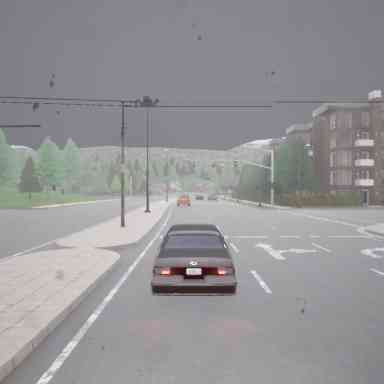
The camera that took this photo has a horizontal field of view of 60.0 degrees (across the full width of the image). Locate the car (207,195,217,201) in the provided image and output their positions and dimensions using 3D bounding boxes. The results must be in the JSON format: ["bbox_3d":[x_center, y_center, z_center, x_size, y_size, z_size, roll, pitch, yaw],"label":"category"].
[{"bbox_3d":[5.483,1.539,85.414,2.033,1.411,5.357,0,0,0],"label":"car"}]

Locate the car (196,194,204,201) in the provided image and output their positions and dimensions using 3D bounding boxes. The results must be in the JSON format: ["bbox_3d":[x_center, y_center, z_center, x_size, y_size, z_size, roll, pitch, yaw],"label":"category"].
[{"bbox_3d":[1.983,1.477,85.406,1.882,1.535,5.008,0,0,0],"label":"car"}]

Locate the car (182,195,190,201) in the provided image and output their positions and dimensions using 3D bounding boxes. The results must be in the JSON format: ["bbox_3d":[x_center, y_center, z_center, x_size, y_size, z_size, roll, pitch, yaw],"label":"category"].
[{"bbox_3d":[-1.517,1.523,85.368,1.812,1.442,4.674,0,0,0],"label":"car"}]

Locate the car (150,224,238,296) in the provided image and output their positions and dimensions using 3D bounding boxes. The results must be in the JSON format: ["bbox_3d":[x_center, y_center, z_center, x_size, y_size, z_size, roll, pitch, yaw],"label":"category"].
[{"bbox_3d":[0.043,1.547,8.798,2.033,1.411,5.357,0,0,0],"label":"car"}]

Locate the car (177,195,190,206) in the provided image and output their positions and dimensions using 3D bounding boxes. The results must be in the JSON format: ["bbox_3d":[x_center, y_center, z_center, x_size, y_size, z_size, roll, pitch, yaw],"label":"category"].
[{"bbox_3d":[-1.354,1.352,54.543,2.097,1.767,4.553,0,0,-1],"label":"car"}]
